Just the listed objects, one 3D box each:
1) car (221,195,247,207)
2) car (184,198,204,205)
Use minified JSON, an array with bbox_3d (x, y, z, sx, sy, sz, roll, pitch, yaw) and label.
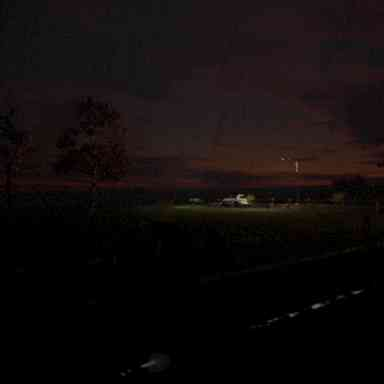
[{"bbox_3d":[7.572,1.617,60.354,2.150,2.045,5.566,-1,-1,-35],"label":"car"},{"bbox_3d":[0.415,2.037,70.812,2.033,1.411,5.357,-1,-1,-34],"label":"car"}]
